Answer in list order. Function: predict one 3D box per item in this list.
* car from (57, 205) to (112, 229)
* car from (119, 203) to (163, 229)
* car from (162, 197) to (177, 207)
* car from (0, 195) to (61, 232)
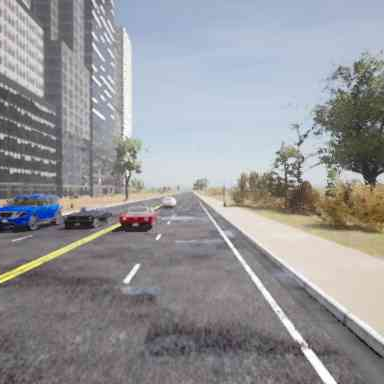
[{"bbox_3d":[-6.577,1.549,21.334,1.895,1.301,4.718,0,0,0],"label":"car"},{"bbox_3d":[-3.168,1.544,20.931,1.895,1.301,4.718,0,0,0],"label":"car"},{"bbox_3d":[-3.187,1.396,46.766,1.812,1.442,4.674,0,0,0],"label":"car"},{"bbox_3d":[-9.833,1.180,20.271,2.150,2.045,5.566,0,0,0],"label":"car"}]
